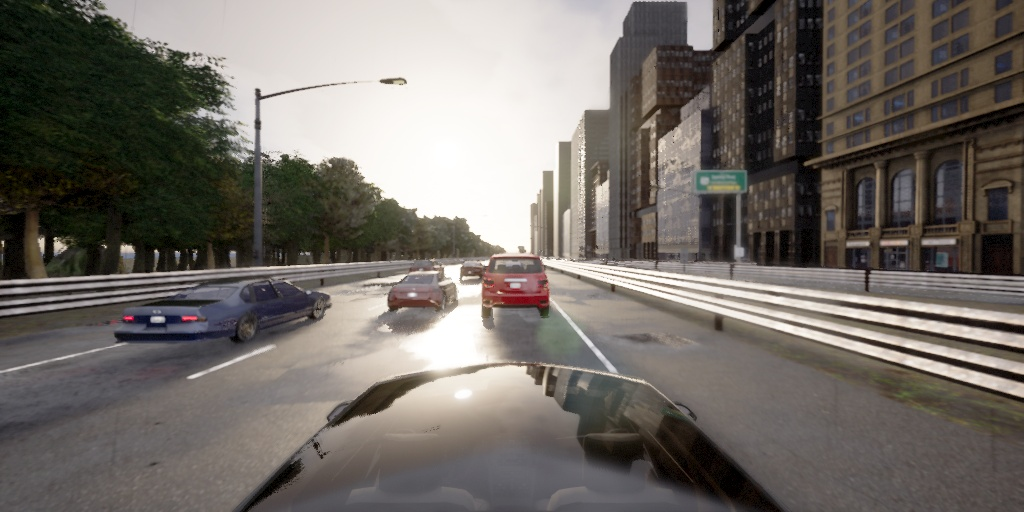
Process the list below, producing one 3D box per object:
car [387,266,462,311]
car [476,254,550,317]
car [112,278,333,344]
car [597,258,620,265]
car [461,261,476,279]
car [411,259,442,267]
[{"bbox_3d":[-3.391,1.285,14.222,1.994,1.385,4.181,0,0,0],"label":"car"},{"bbox_3d":[0.109,0.945,13.097,2.150,2.045,5.566,0,0,0],"label":"car"},{"bbox_3d":[-6.893,1.280,9.489,2.033,1.411,5.357,0,0,0],"label":"car"},{"bbox_3d":[15.410,1.189,57.618,2.033,1.649,4.856,0,0,-18],"label":"car"},{"bbox_3d":[-3.379,1.165,31.202,1.882,1.535,5.008,0,0,0],"label":"car"},{"bbox_3d":[-6.879,1.043,29.376,2.097,1.767,4.553,0,0,0],"label":"car"}]
